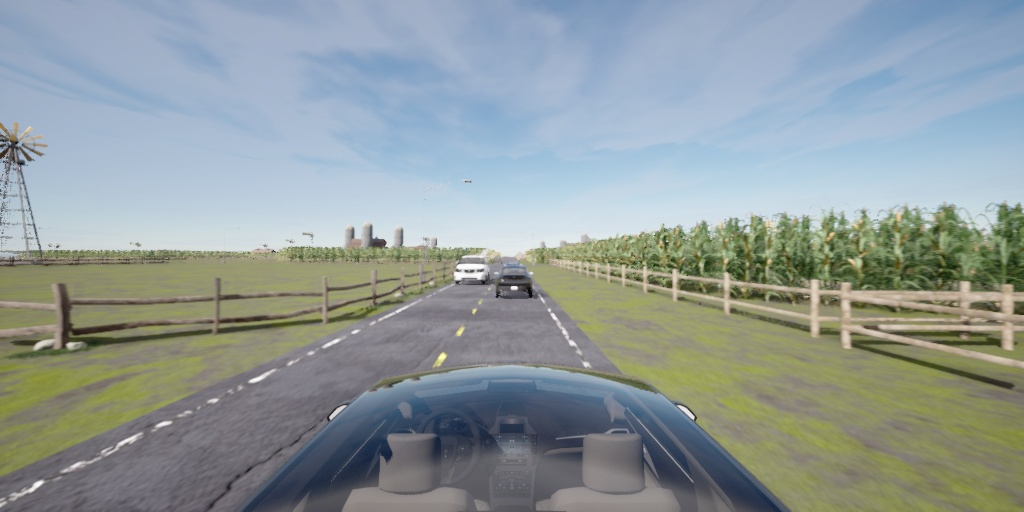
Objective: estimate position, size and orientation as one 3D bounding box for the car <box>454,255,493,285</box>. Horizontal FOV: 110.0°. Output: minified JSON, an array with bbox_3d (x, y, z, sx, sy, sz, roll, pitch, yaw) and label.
[{"bbox_3d":[-2.839,0.962,26.491,2.150,2.045,5.566,0,0,0],"label":"car"}]

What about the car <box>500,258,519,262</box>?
[{"bbox_3d":[0.111,1.221,38.370,2.128,1.511,4.902,0,0,0],"label":"car"}]

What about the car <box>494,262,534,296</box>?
[{"bbox_3d":[0.105,1.249,19.132,1.837,1.490,4.892,0,0,0],"label":"car"}]
